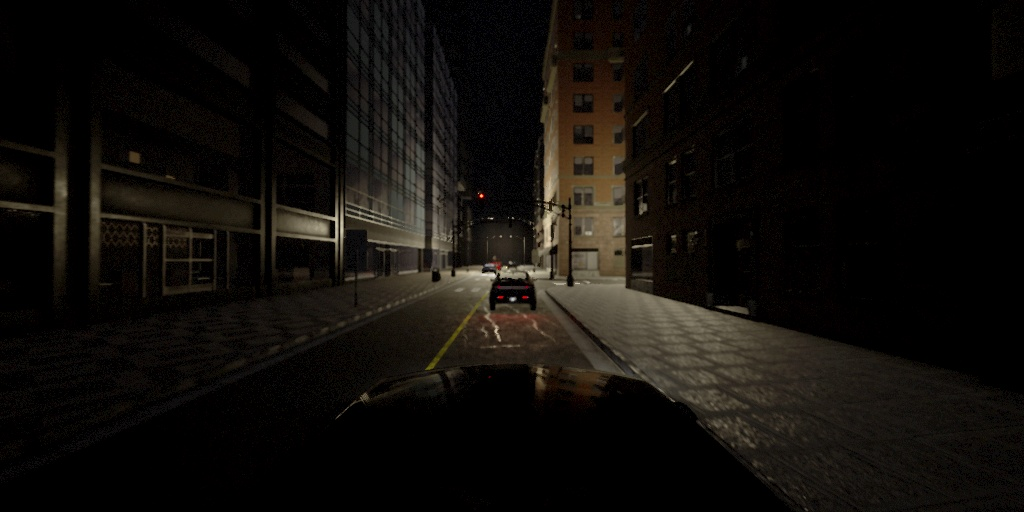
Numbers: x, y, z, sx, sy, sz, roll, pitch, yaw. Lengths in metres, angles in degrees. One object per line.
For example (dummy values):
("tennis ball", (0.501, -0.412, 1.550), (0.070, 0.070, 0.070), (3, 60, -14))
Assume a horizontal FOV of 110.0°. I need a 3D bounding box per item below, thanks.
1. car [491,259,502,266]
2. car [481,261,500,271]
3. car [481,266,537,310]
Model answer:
("car", (-2.980, 1.554, 64.788), (2.150, 2.045, 5.566), (0, 0, 0))
("car", (-3.055, 1.755, 49.149), (1.994, 1.385, 4.181), (0, -1, 0))
("car", (0.050, 1.375, 15.388), (2.128, 1.511, 4.902), (0, -1, 1))
